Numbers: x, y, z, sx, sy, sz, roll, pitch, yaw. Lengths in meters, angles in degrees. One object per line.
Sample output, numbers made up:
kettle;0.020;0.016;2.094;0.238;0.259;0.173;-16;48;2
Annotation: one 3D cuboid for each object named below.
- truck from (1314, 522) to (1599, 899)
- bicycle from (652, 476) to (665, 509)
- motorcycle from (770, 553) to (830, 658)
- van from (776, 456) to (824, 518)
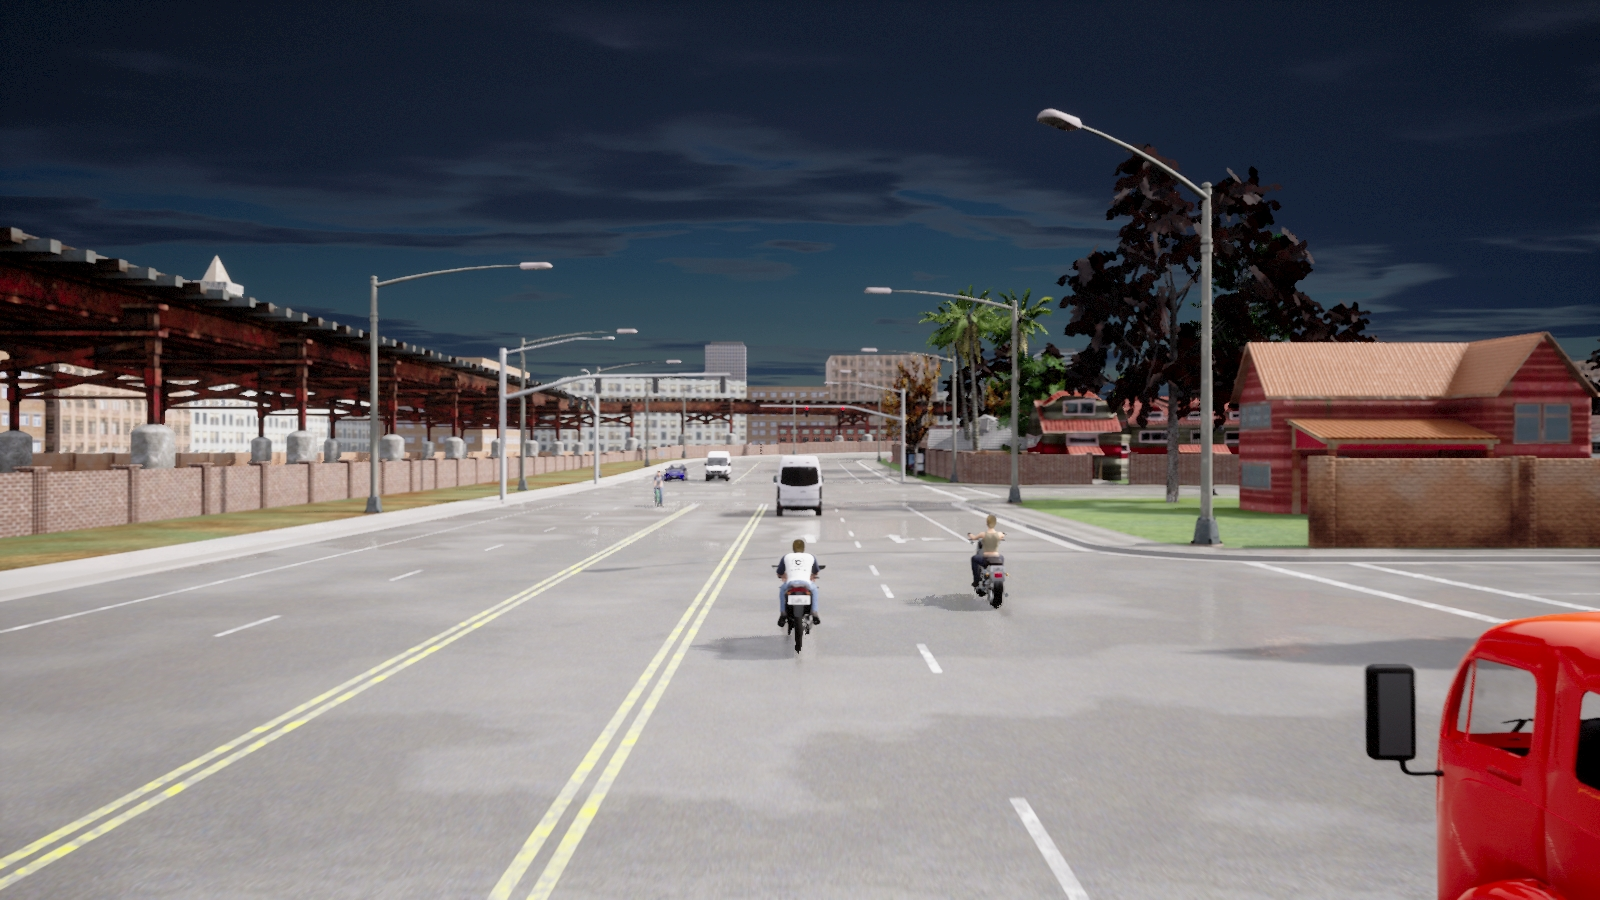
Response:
truck;3.658;1.567;2.772;2.627;2.467;5.204;-1;0;2
bicycle;-6.847;2.049;55.259;0.373;1.521;1.643;0;0;2
motorcycle;0.001;2.175;16.334;0.803;1.224;2.033;0;0;0
van;-0.047;1.539;50.463;1.988;2.561;5.915;0;0;-1
